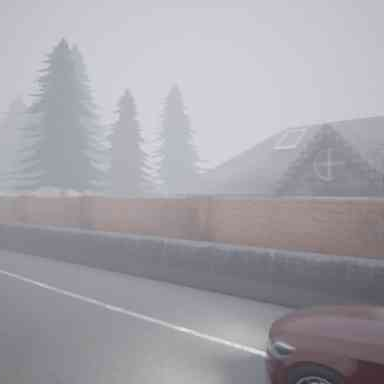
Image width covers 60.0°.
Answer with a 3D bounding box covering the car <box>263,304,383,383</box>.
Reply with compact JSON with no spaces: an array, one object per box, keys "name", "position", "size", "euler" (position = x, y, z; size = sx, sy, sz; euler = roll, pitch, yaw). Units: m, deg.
[{"name":"car","position":[2.996,1.686,3.032],"size":[4.674,1.442,1.812],"euler":[0,-2,34]}]
